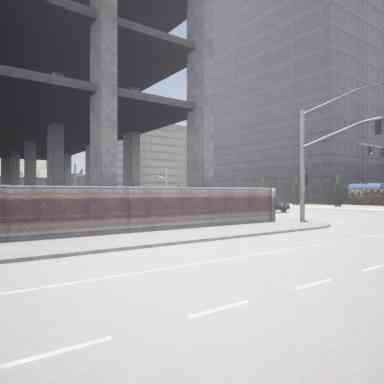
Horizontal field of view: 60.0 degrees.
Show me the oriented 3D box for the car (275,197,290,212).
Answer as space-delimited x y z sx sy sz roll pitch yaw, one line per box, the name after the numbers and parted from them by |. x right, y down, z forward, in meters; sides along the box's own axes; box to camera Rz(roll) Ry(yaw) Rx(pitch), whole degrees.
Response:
8.262 1.221 37.345 2.150 2.045 5.566 0 0 -36 | car
